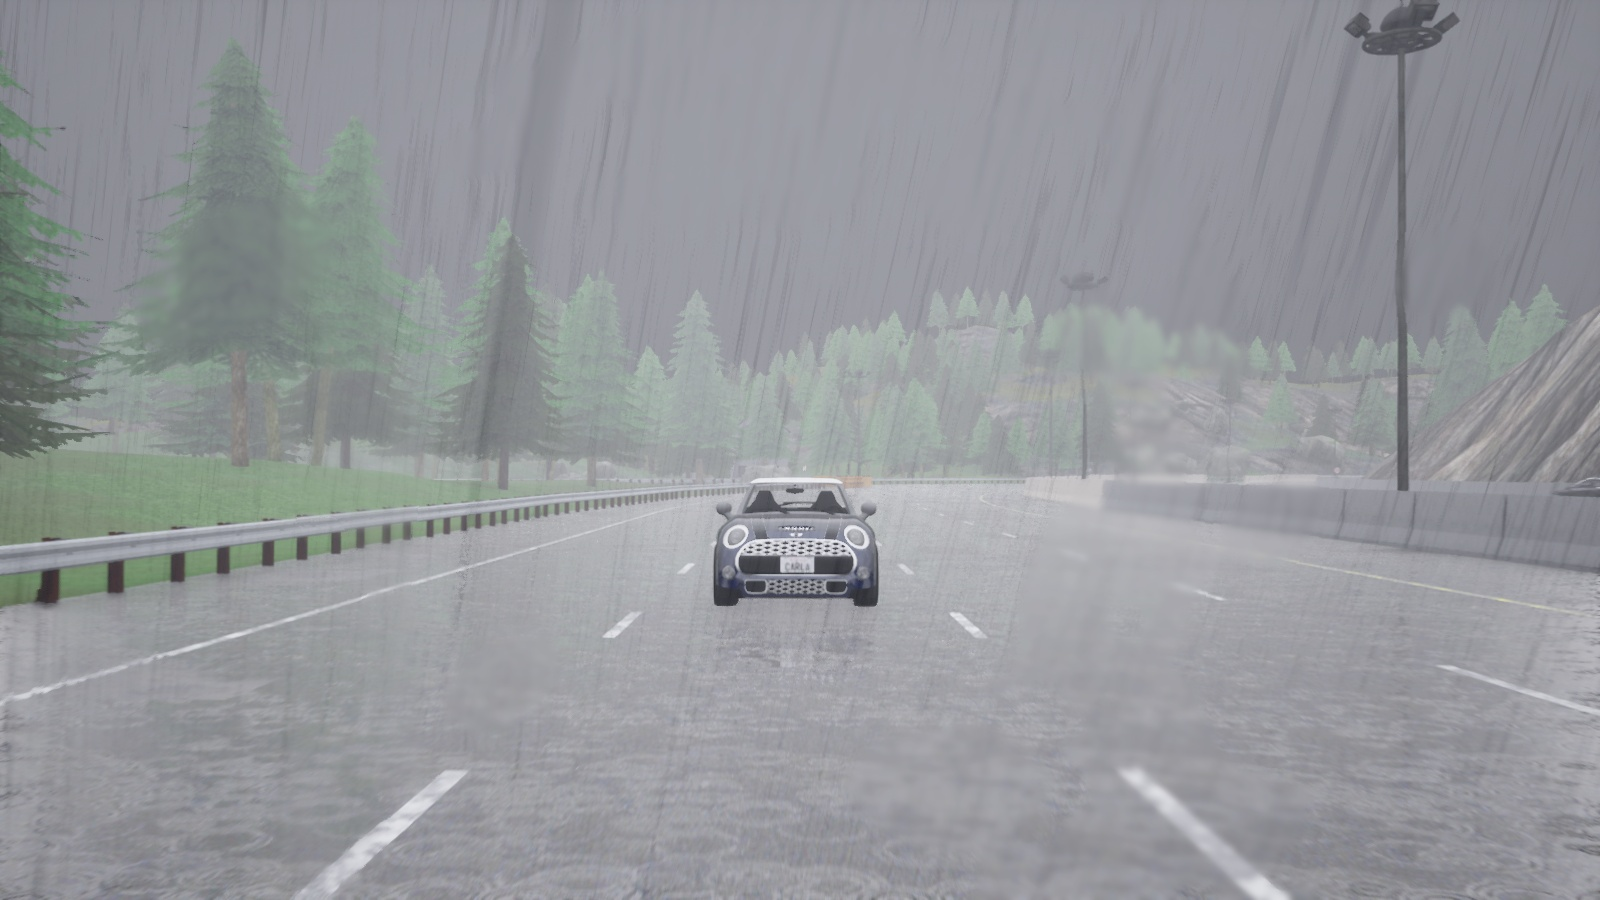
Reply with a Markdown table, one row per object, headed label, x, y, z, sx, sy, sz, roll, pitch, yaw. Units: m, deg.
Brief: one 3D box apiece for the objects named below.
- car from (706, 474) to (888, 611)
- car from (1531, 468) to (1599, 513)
| label | x | y | z | sx | sy | sz | roll | pitch | yaw |
| --- | --- | --- | --- | --- | --- | --- | --- | --- | --- |
| car | -0.038 | 1.041 | 15.579 | 1.970 | 1.475 | 3.806 | 0 | -1 | 0 |
| car | 27.896 | 1.389 | 43.609 | 2.128 | 1.511 | 4.902 | 0 | -1 | 0 |
